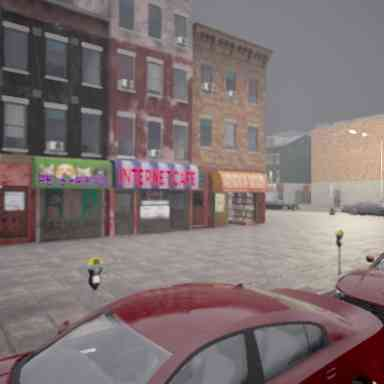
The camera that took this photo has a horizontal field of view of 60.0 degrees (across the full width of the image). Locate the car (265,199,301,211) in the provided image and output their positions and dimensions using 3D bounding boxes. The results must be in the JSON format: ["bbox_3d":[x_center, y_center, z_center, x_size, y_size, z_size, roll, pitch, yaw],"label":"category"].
[{"bbox_3d":[9.678,1.468,37.136,1.895,1.301,4.718,0,0,-36],"label":"car"}]

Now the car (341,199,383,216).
[{"bbox_3d":[15.734,1.487,28.792,2.033,1.411,5.357,0,0,-33],"label":"car"}]

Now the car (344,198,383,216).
[{"bbox_3d":[17.349,1.428,31.616,1.882,1.535,5.008,1,0,-36],"label":"car"}]

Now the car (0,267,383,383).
[{"bbox_3d":[-0.169,1.545,2.683,4.507,1.381,1.887,0,0,-35],"label":"car"}]

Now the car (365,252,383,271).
[{"bbox_3d":[4.304,1.551,5.874,4.507,1.381,1.887,0,0,-35],"label":"car"}]
